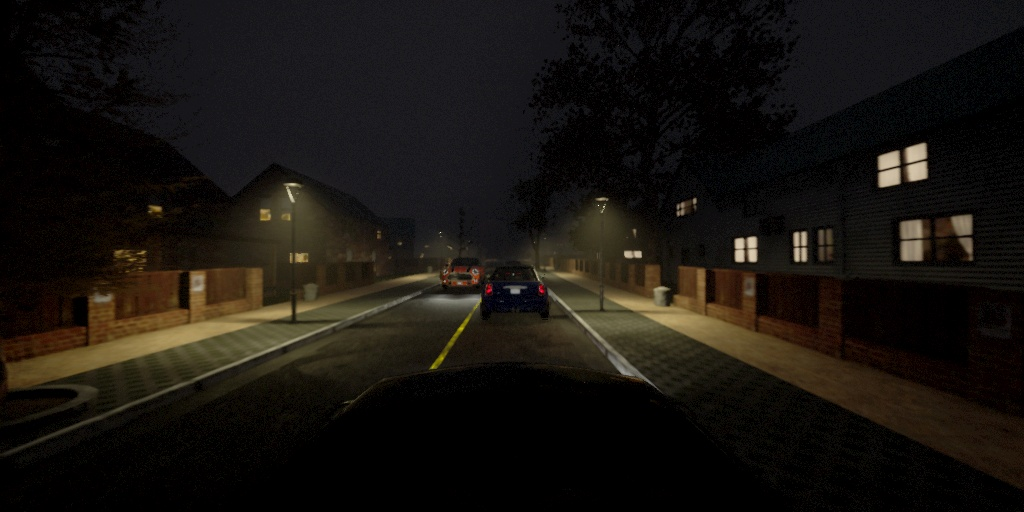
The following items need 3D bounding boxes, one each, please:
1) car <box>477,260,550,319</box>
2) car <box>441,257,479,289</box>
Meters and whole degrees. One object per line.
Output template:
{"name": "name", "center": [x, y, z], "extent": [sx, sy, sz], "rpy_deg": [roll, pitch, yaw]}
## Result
{"name": "car", "center": [0.100, 1.059, 12.766], "extent": [2.097, 1.767, 4.553], "rpy_deg": [0, 0, 0]}
{"name": "car", "center": [-2.749, 0.836, 21.020], "extent": [2.097, 1.767, 4.553], "rpy_deg": [0, 0, 0]}
